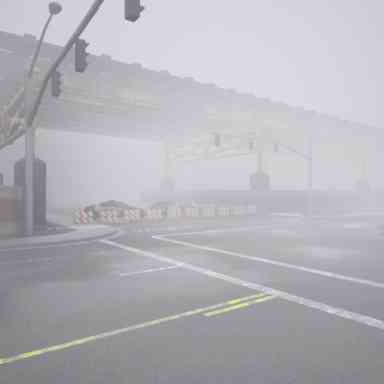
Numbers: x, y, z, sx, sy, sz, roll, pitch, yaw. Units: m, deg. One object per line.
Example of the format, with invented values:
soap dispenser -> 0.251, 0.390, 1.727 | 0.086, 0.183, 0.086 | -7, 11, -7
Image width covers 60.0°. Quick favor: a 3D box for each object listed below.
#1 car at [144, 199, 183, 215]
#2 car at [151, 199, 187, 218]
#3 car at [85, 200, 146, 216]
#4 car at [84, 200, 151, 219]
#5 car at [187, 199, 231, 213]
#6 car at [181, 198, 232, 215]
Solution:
car -> -2.496, 1.295, 30.304 | 1.853, 1.218, 4.536 | 0, 0, 18
car -> -2.511, 1.453, 30.255 | 2.038, 1.542, 4.974 | 0, 0, 18
car -> -6.309, 1.295, 27.578 | 4.536, 1.218, 1.853 | 0, 0, 8
car -> -6.257, 1.453, 27.571 | 4.974, 1.542, 2.038 | 0, 0, 8
car -> 1.349, 1.295, 34.006 | 4.536, 1.218, 1.853 | 0, 0, -7
car -> 1.400, 1.453, 34.013 | 4.974, 1.542, 2.038 | 0, 0, -7
